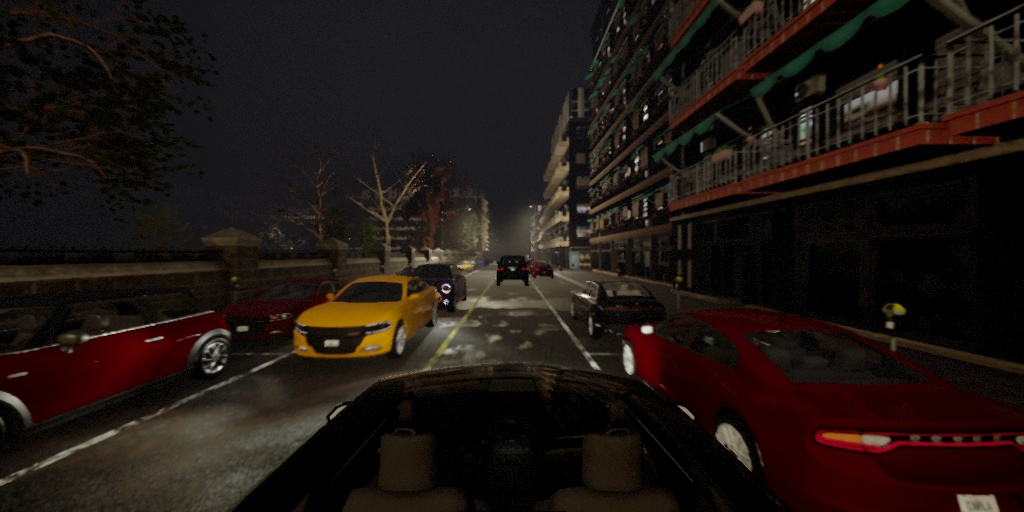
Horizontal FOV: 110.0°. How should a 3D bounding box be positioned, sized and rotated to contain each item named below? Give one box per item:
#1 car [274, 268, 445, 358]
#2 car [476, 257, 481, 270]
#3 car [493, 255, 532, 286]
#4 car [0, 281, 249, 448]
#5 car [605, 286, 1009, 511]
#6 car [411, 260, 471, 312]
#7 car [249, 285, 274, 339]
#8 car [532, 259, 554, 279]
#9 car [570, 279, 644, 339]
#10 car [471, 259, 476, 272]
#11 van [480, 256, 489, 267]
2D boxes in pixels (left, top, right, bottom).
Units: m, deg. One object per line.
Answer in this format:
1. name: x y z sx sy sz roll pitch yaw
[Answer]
1. car: -3.089 1.218 8.627 1.882 1.535 5.008 0 0 0
2. car: -5.698 1.246 48.576 2.007 1.370 4.403 0 0 0
3. car: 0.062 0.942 25.334 2.150 2.045 5.566 0 0 0
4. car: -5.690 1.186 4.295 1.967 1.591 4.097 0 0 0
5. car: 2.691 1.292 4.297 1.888 1.381 4.507 0 0 0
6. car: -3.002 1.086 13.963 2.097 1.767 4.553 0 0 0
7. car: -5.691 1.284 9.831 1.888 1.381 4.507 0 0 0
8. car: 2.686 1.256 31.973 1.888 1.381 4.507 0 0 0
9. car: 2.690 1.289 9.833 2.007 1.370 4.403 0 0 0
10. car: -5.697 1.225 42.871 1.751 1.417 4.829 0 0 0
11. van: -5.701 1.022 65.181 1.690 1.789 3.998 0 0 0
